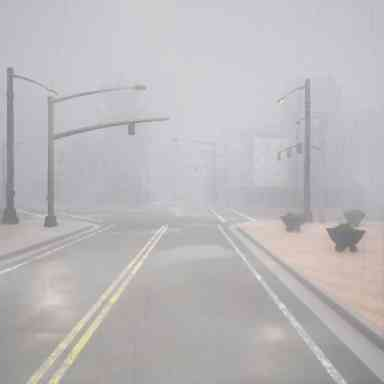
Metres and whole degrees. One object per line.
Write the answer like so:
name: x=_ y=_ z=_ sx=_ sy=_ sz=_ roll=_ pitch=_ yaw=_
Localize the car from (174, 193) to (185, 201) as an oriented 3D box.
car: x=-3.500 y=1.456 z=84.583 sx=2.128 sy=1.511 sz=4.902 roll=0 pitch=0 yaw=0
